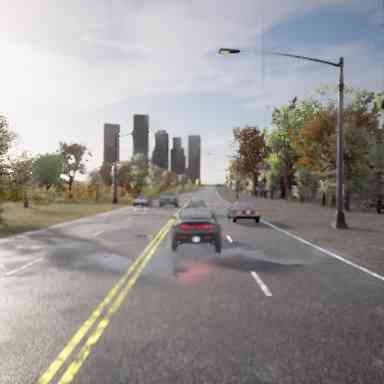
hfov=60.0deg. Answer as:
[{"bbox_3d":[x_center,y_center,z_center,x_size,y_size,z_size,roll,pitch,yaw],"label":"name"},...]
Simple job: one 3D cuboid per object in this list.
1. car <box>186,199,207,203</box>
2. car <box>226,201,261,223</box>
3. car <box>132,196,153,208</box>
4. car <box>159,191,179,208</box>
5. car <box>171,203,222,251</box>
[{"bbox_3d":[0.420,1.306,30.856,1.994,1.385,4.181,-1,1,2],"label":"car"},{"bbox_3d":[3.602,1.378,23.880,2.033,1.411,5.357,1,0,0],"label":"car"},{"bbox_3d":[-6.021,1.163,41.384,2.033,1.411,5.357,0,1,2],"label":"car"},{"bbox_3d":[-2.772,0.862,41.125,2.150,2.045,5.566,0,1,2],"label":"car"},{"bbox_3d":[0.180,1.393,13.676,1.837,1.490,4.892,-1,-1,1],"label":"car"}]
